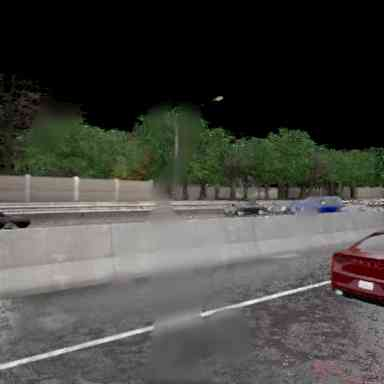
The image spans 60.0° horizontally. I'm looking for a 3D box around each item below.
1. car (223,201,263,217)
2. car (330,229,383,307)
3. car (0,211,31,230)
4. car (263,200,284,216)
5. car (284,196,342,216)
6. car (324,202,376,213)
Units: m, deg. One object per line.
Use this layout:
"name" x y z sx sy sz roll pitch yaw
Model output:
"car" 5.318 1.673 33.488 4.892 1.490 1.837 0 0 -35
"car" 5.136 1.535 7.395 5.008 1.535 1.882 1 0 -35
"car" -11.207 1.605 17.488 4.718 1.301 1.895 0 0 -35
"car" 9.424 1.540 32.097 4.553 1.767 2.097 0 0 -35
"car" 10.933 1.405 28.883 5.566 2.045 2.150 1 0 -35
"car" 12.610 1.707 25.781 4.674 1.442 1.812 1 0 -35
